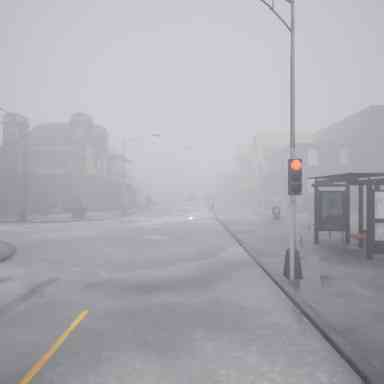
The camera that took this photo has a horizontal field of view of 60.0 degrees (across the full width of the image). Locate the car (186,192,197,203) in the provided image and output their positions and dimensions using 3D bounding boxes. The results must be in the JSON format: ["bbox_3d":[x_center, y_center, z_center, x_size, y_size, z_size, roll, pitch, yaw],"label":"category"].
[{"bbox_3d":[-0.066,1.352,67.214,2.097,1.767,4.553,0,0,0],"label":"car"}]

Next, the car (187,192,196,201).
[{"bbox_3d":[-0.076,1.057,77.277,2.150,2.045,5.566,0,0,0],"label":"car"}]
